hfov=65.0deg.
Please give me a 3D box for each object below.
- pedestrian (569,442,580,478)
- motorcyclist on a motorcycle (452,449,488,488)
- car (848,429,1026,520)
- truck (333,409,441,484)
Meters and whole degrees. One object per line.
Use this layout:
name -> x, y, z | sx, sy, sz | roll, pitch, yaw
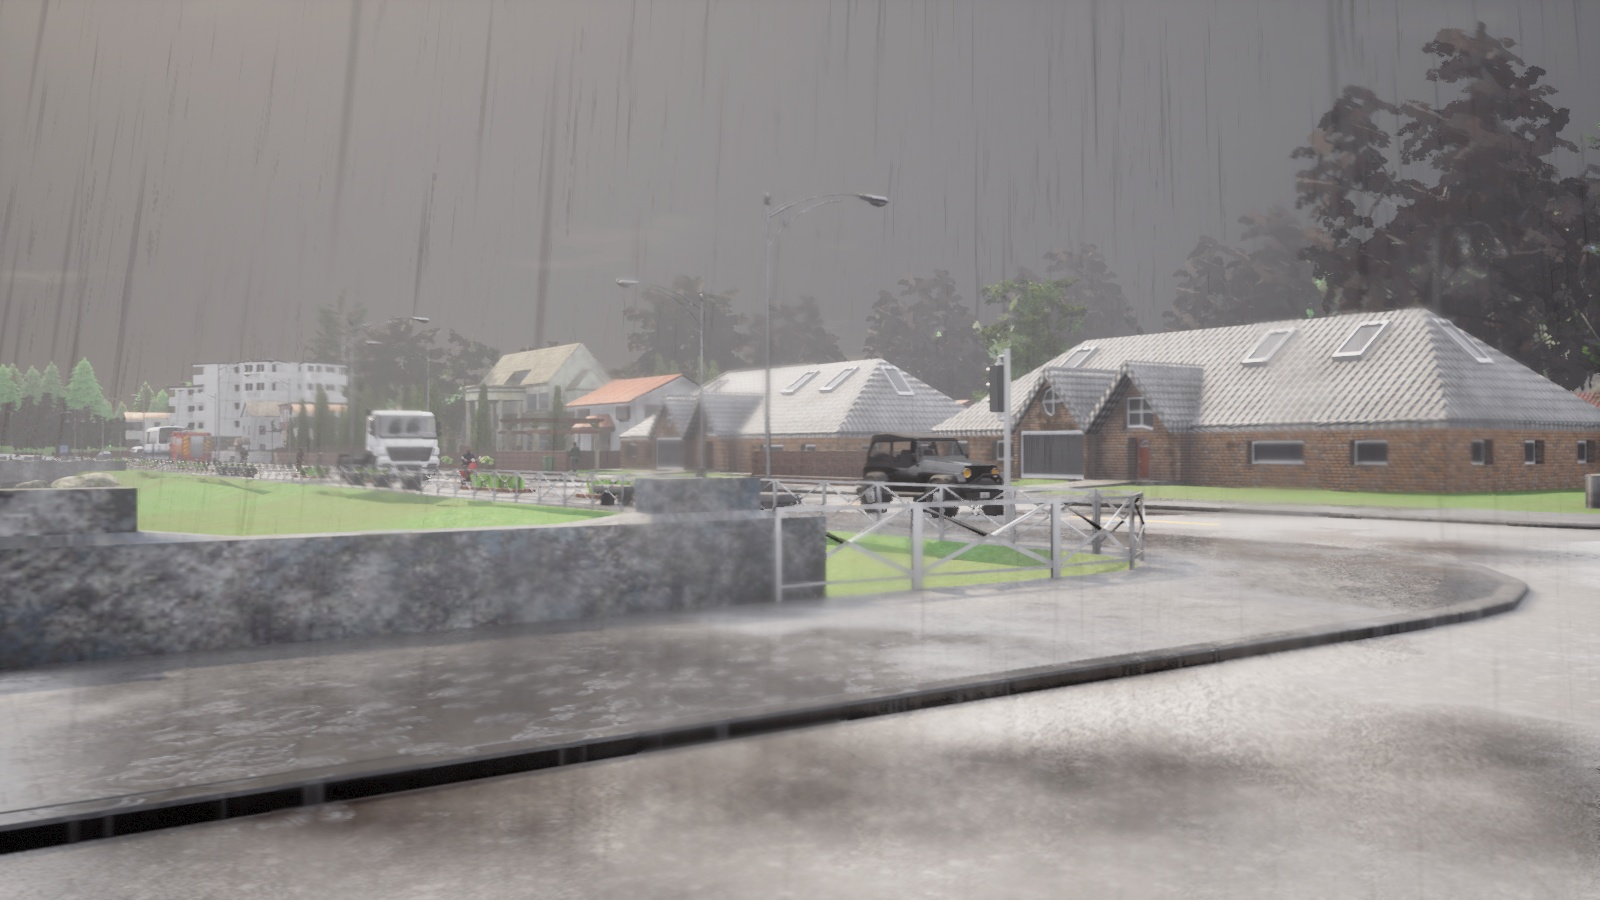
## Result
pedestrian -> -11.541, 0.496, 64.363 | 0.353, 1.847, 0.614 | 0, 0, -29
motorcyclist on a motorcycle -> -13.776, 0.760, 52.332 | 0.866, 1.590, 1.817 | 0, 0, -35
car -> 3.002, 0.508, 28.236 | 1.905, 1.878, 3.866 | 0, 0, -35
truck -> -20.443, -0.138, 61.897 | 2.891, 3.462, 7.936 | 0, 0, -35
